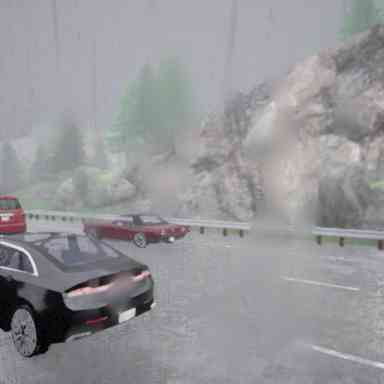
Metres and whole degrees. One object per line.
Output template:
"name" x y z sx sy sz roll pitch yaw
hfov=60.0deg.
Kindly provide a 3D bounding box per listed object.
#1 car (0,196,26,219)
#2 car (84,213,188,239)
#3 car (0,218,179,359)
"car" -9.797 1.185 15.203 5.566 2.045 2.150 0 0 36
"car" -2.602 1.569 14.391 4.718 1.301 1.895 0 0 35
"car" -2.866 1.477 5.987 4.902 1.511 2.128 0 0 35
